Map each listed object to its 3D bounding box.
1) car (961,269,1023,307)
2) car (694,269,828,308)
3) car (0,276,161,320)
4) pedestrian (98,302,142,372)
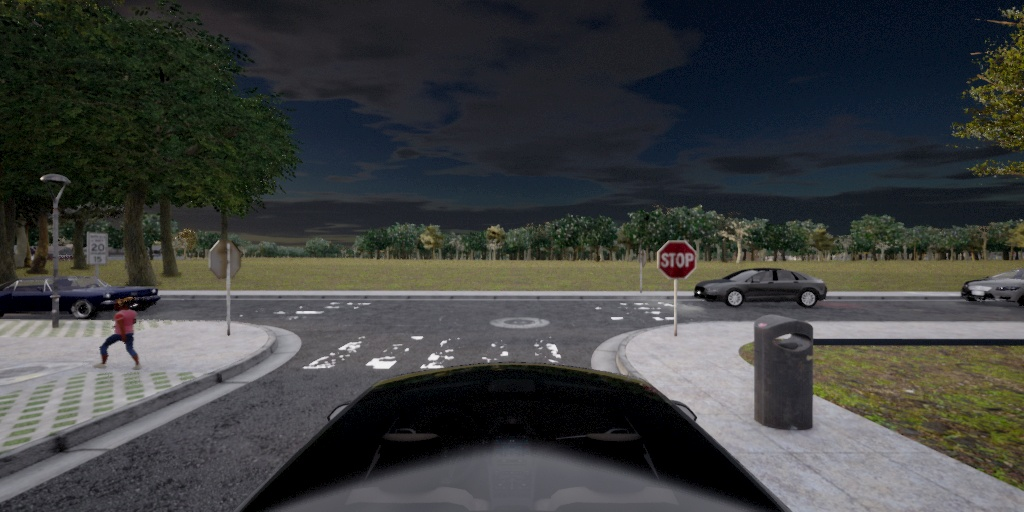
[{"bbox_3d":[21.773,1.277,14.860,4.902,1.511,2.128,0,0,0],"label":"car"},{"bbox_3d":[10.175,1.274,14.878,4.892,1.490,1.837,0,0,0],"label":"car"},{"bbox_3d":[-14.800,1.331,11.962,4.718,1.301,1.895,0,0,0],"label":"car"},{"bbox_3d":[-6.161,0.892,5.721,0.375,1.860,0.375,0,0,0],"label":"pedestrian"}]
